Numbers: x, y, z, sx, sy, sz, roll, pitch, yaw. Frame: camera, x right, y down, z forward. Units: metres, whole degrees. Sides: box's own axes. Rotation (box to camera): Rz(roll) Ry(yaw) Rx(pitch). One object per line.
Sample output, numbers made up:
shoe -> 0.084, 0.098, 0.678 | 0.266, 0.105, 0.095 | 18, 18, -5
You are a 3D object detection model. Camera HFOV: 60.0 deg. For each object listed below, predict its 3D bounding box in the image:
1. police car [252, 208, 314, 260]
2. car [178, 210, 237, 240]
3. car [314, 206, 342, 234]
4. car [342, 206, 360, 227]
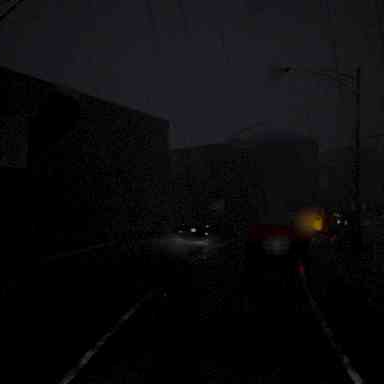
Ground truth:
police car -> 3.751, 1.575, 13.467 | 1.930, 1.638, 5.238 | 1, 0, 21
car -> 0.947, 1.696, 18.002 | 1.994, 1.385, 4.181 | 1, 0, 27
car -> 8.077, 1.751, 21.608 | 1.882, 1.535, 5.008 | 1, 0, 35
car -> 11.571, 1.867, 25.990 | 1.837, 1.490, 4.892 | 1, 0, 43
